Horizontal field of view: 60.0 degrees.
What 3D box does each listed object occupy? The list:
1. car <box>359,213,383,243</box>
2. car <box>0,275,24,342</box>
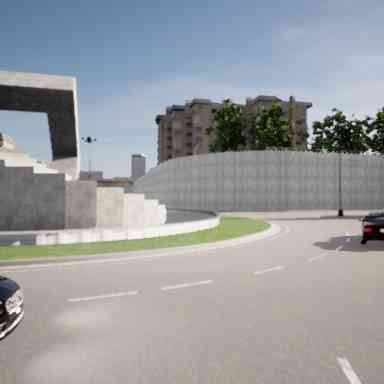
[{"bbox_3d":[9.524,1.772,16.785,2.033,1.411,5.357,0,-1,27],"label":"car"},{"bbox_3d":[-5.056,1.554,4.645,4.892,1.490,1.837,0,-1,-12],"label":"car"}]
